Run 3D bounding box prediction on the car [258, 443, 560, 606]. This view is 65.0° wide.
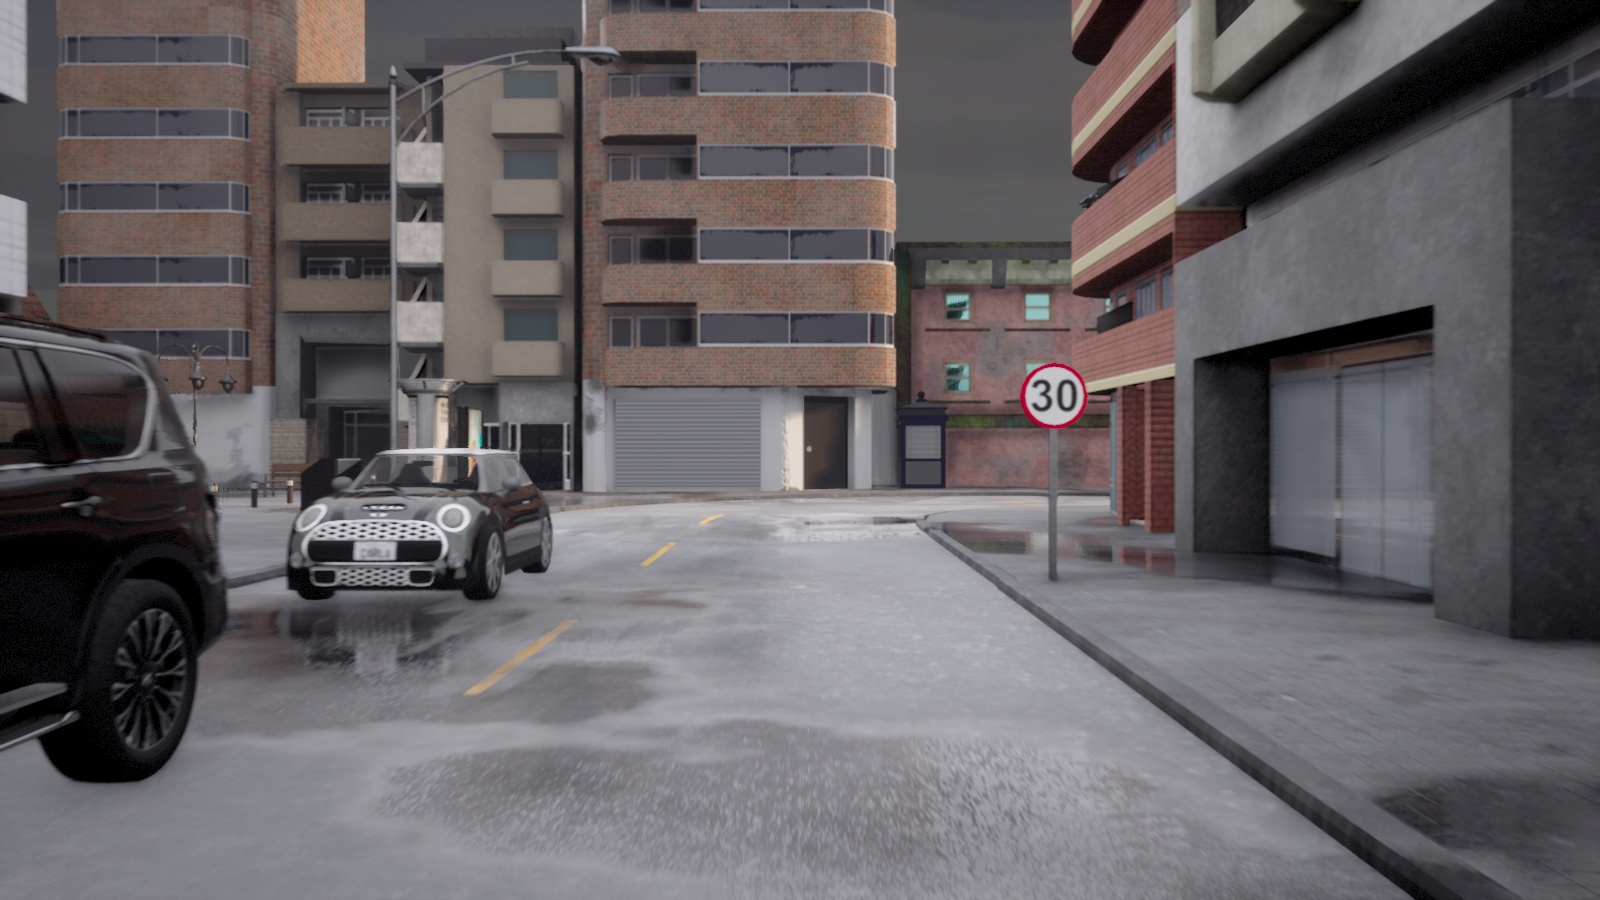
[{"bbox_3d":[-3.908,0.667,13.274,1.970,1.475,3.806,0,0,1],"label":"car"}]

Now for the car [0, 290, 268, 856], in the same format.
[{"bbox_3d":[-3.963,0.447,4.012,2.150,2.045,5.566,0,1,0],"label":"car"}]
